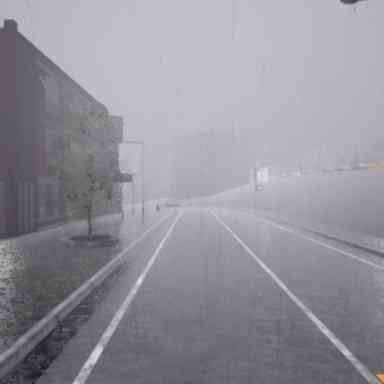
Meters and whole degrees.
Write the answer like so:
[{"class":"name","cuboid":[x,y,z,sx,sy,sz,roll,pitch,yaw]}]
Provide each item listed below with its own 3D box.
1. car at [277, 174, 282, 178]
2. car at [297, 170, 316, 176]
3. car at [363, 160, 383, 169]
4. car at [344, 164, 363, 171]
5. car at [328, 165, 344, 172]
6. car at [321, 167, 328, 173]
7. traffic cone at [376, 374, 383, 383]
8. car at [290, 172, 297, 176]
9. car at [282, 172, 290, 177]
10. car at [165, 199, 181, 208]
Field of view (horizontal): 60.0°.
[{"class":"car","cuboid":[25.346,-4.332,90.233,2.185,1.767,4.553,0,1,-1]},{"class":"car","cuboid":[25.657,-4.148,73.547,2.185,1.767,4.553,0,1,-1]},{"class":"car","cuboid":[26.522,-3.623,46.010,2.097,1.535,5.008,0,1,-3]},{"class":"car","cuboid":[26.187,-3.683,51.548,2.002,1.452,4.674,0,1,-2]},{"class":"car","cuboid":[25.972,-3.818,57.091,2.231,1.521,4.892,0,1,-1]},{"class":"car","cuboid":[25.860,-3.895,62.609,2.231,1.521,4.892,0,1,-1]},{"class":"traffic cone","cuboid":[2.433,1.967,3.926,0.340,0.580,0.340,0,0,0]},{"class":"car","cuboid":[25.554,-4.044,79.040,2.002,1.452,4.674,0,1,-1]},{"class":"car","cuboid":[25.449,-4.274,84.714,2.185,1.767,4.553,0,1,-1]},{"class":"car","cuboid":[-3.425,2.027,57.988,1.837,1.490,4.892,0,-2,-20]}]
